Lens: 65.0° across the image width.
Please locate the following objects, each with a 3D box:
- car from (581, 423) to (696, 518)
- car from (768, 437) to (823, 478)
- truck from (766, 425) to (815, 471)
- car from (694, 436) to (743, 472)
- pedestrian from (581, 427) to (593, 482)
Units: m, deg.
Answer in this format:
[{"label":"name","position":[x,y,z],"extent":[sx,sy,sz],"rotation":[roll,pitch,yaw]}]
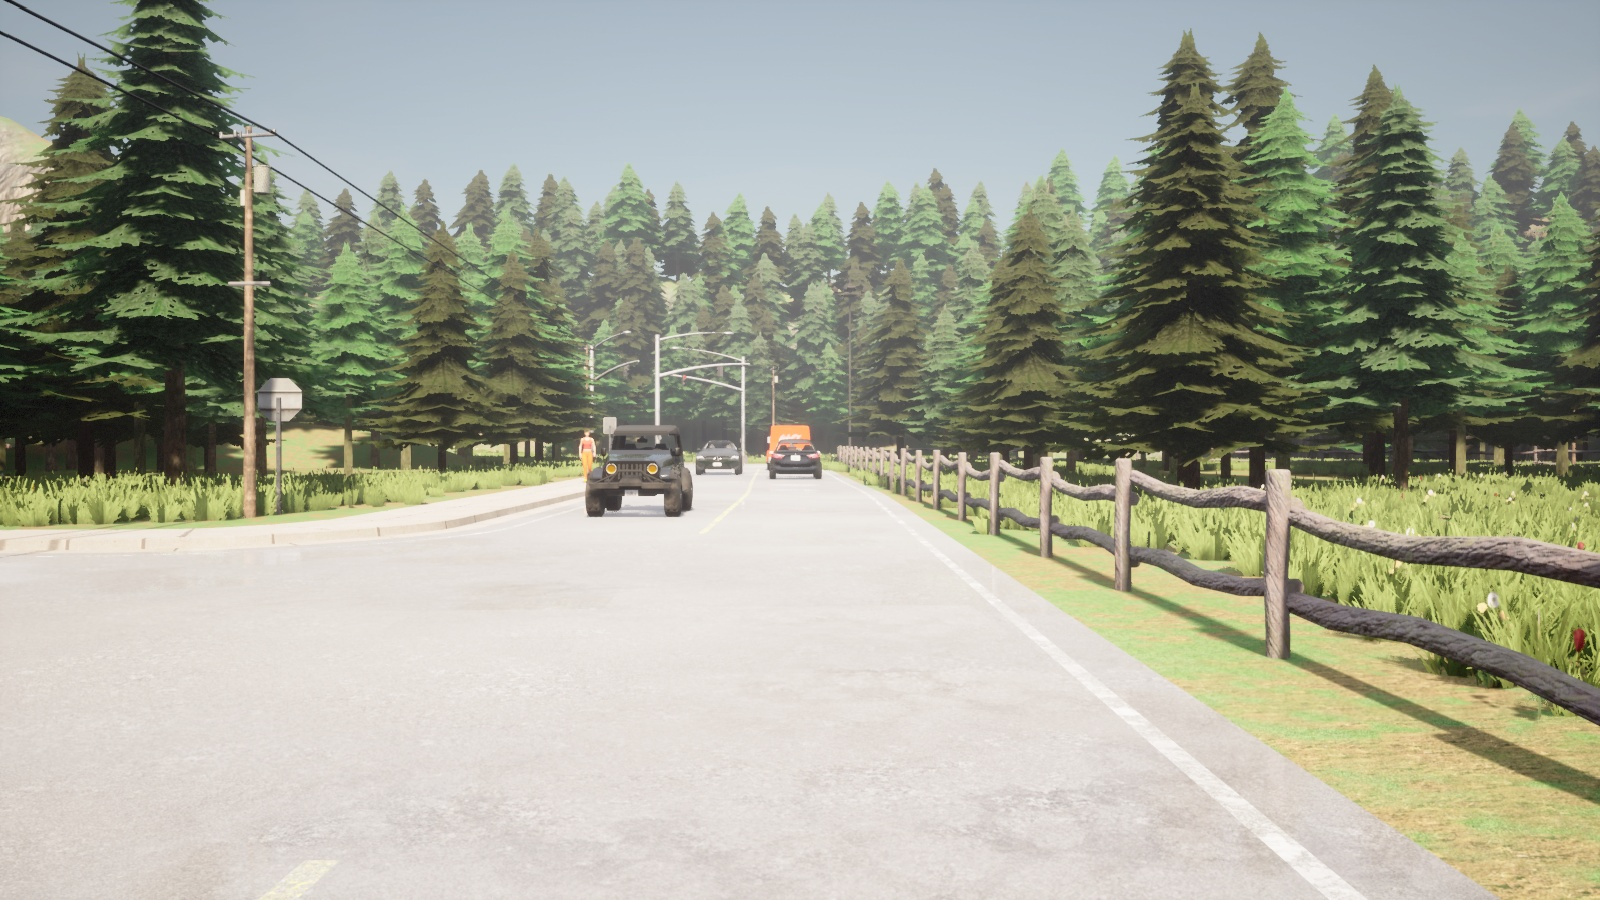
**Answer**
[{"label":"car","position":[-3.336,0.389,26.623],"extent":[1.905,1.878,3.866],"rotation":[0,0,0]},{"label":"car","position":[-0.211,0.298,53.348],"extent":[2.242,1.667,4.611],"rotation":[0,0,-1]},{"label":"truck","position":[-0.592,-0.129,70.272],"extent":[2.627,2.467,5.204],"rotation":[0,0,-2]},{"label":"car","position":[-3.860,0.190,60.242],"extent":[2.152,1.651,5.027],"rotation":[0,0,-1]},{"label":"pedestrian","position":[-7.160,0.162,42.241],"extent":[0.345,1.836,0.594],"rotation":[0,0,-6]}]
